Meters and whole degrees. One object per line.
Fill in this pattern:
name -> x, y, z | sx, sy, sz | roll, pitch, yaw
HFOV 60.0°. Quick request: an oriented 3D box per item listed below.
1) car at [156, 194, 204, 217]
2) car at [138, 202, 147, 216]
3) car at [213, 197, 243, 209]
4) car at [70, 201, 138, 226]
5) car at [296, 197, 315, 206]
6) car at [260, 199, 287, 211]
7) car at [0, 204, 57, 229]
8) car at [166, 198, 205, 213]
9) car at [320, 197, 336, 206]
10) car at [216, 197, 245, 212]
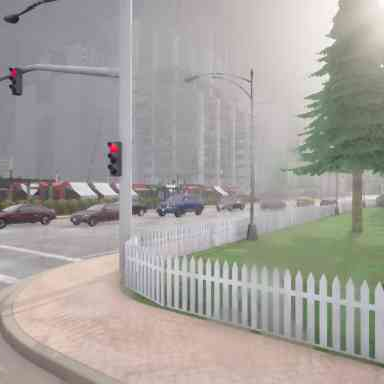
car -> -0.990, 1.221, 31.378 | 2.150, 2.045, 5.566 | 0, 0, 34
car -> -6.196, 1.478, 29.914 | 1.882, 1.535, 5.008 | 0, 0, 34
car -> 5.160, 1.491, 46.696 | 2.128, 1.511, 4.902 | 0, 0, 34
car -> -6.300, 1.526, 23.458 | 1.812, 1.442, 4.674 | 0, 0, 34
car -> 18.250, 1.478, 53.326 | 1.882, 1.535, 5.008 | 0, 0, 34
car -> 10.180, 1.547, 41.313 | 2.033, 1.411, 5.357 | 0, 0, 33
car -> -11.415, 1.526, 22.169 | 1.812, 1.442, 4.674 | 0, 0, 36
car -> -0.654, 1.491, 38.128 | 2.128, 1.511, 4.902 | 0, 0, 34
car -> 21.080, 1.526, 51.264 | 1.812, 1.442, 4.674 | 0, 0, 34
car -> 4.645, 1.491, 39.718 | 2.128, 1.511, 4.902 | 0, 0, 34
